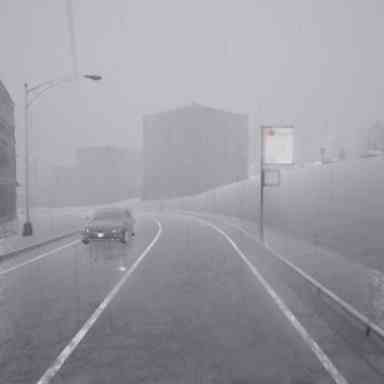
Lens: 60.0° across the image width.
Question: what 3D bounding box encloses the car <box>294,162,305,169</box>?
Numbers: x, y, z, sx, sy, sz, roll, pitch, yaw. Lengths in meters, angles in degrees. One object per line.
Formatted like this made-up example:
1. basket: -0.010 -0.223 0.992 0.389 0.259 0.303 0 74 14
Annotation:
1. car: 21.387 -4.783 62.349 2.185 1.767 4.553 0 1 -1

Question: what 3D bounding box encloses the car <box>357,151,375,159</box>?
1. car: 21.819 -4.271 40.247 2.231 1.521 4.892 0 1 -1

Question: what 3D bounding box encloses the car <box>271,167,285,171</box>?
1. car: 21.063 -4.918 78.883 2.231 1.521 4.892 0 1 -1

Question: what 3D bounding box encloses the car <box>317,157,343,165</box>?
1. car: 21.605 -4.590 51.183 2.185 1.767 4.553 0 1 -1

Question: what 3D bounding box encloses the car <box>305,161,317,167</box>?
1. car: 21.498 -4.519 56.677 2.002 1.452 4.674 0 1 -1

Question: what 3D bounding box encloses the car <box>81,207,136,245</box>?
1. car: -3.769 1.507 15.727 1.837 1.490 4.892 0 -1 -3

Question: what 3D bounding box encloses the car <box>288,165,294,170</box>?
1. car: 21.279 -4.874 67.868 2.185 1.767 4.553 0 1 -1

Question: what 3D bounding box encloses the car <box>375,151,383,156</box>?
1. car: 21.935 -4.162 34.730 2.231 1.521 4.892 0 1 -1
